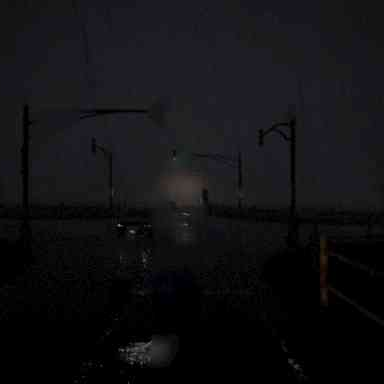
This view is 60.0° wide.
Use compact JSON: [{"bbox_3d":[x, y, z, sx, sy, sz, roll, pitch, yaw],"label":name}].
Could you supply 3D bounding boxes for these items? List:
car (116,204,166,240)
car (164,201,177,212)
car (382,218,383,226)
[{"bbox_3d":[-2.817,1.625,18.069,2.128,1.511,4.902,1,0,0],"label":"car"},{"bbox_3d":[-2.917,1.918,44.168,1.812,1.442,4.674,0,0,0],"label":"car"},{"bbox_3d":[16.670,1.914,24.620,4.553,1.767,2.097,1,-1,0],"label":"car"}]
